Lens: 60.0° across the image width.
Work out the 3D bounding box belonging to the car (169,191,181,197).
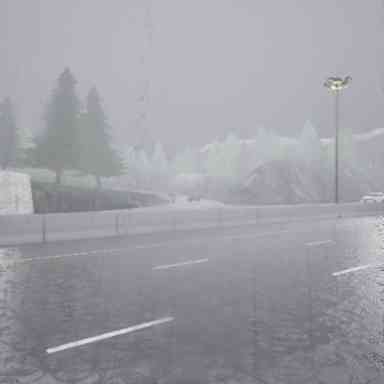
[{"bbox_3d":[-4.435,0.552,85.758,2.128,1.511,4.902,0,3,-25],"label":"car"}]

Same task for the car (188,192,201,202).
[{"bbox_3d":[0.482,1.014,69.736,2.150,2.045,5.566,0,1,-6],"label":"car"}]

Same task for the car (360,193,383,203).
[{"bbox_3d":[31.468,1.217,57.890,5.566,2.045,2.150,0,0,-36],"label":"car"}]
